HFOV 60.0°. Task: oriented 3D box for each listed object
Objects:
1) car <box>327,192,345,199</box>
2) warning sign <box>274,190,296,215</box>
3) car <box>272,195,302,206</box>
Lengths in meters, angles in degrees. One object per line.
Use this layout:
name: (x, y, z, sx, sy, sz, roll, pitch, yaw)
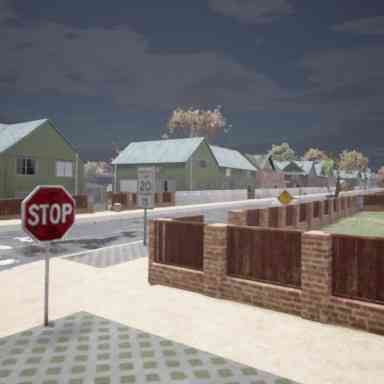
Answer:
car: (22.137, 0.635, 50.974, 1.895, 1.301, 4.718, 2, 2, 35)
warning sign: (7.120, 0.755, 25.409, 1.300, 1.860, 1.060, 1, 0, 35)
car: (9.412, 0.960, 32.868, 1.812, 1.442, 4.674, 2, 2, 35)
